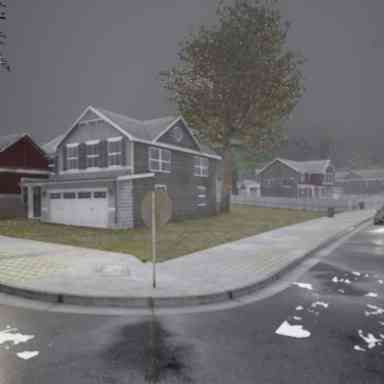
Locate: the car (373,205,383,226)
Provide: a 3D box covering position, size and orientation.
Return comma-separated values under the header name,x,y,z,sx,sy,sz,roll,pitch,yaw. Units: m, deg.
name,x,y,z,sx,sy,sz,roll,pitch,yaw
car,13.661,1.558,22.677,1.994,1.385,4.181,-2,-1,35
